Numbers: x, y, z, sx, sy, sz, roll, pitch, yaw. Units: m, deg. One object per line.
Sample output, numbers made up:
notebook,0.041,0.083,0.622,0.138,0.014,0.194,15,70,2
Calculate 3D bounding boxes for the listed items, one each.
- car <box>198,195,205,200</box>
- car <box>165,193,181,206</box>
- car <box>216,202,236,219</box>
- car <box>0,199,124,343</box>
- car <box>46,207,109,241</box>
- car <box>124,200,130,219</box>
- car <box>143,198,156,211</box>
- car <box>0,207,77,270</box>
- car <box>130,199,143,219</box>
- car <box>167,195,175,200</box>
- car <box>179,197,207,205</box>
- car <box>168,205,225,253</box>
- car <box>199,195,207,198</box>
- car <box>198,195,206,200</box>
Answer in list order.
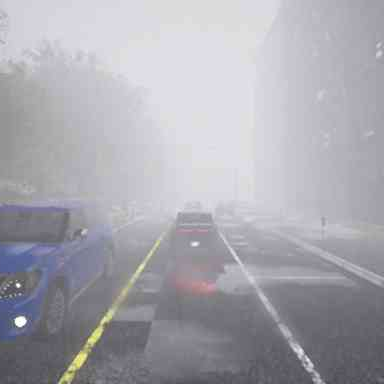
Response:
car,2.734,1.466,93.993,1.947,1.339,4.313,0,0,0
car,-2.977,1.254,52.306,2.150,2.045,5.566,0,0,0
car,2.705,1.506,28.195,2.008,1.369,4.403,0,0,0
car,-3.097,1.210,6.770,2.150,2.045,5.566,0,0,0
car,-5.680,1.554,17.119,1.802,1.307,4.206,0,0,0
car,-5.678,1.489,22.488,1.752,1.417,4.829,0,0,0
car,-5.748,1.492,39.273,2.008,1.369,4.403,0,0,0
car,-5.682,1.421,11.580,1.967,1.590,4.097,0,0,0
car,-5.675,1.396,28.197,1.967,1.590,4.097,0,0,0
car,-5.649,1.484,88.364,1.802,1.307,4.206,0,0,0
car,0.114,1.498,31.102,2.033,1.411,5.357,0,0,0
car,0.103,1.481,13.497,1.837,1.490,4.892,0,0,0
car,2.729,1.470,82.727,1.947,1.339,4.313,0,0,0
car,2.731,1.468,88.360,1.947,1.339,4.313,0,0,0
